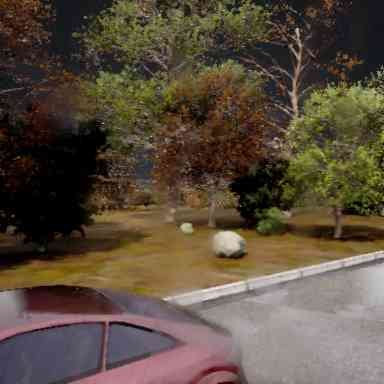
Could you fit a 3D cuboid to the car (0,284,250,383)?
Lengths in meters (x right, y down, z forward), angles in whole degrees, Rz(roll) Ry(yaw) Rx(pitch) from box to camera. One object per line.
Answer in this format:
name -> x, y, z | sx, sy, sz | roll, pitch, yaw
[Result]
car -> -1.516, 1.565, 2.593 | 4.181, 1.385, 1.994 | 0, 0, -35
